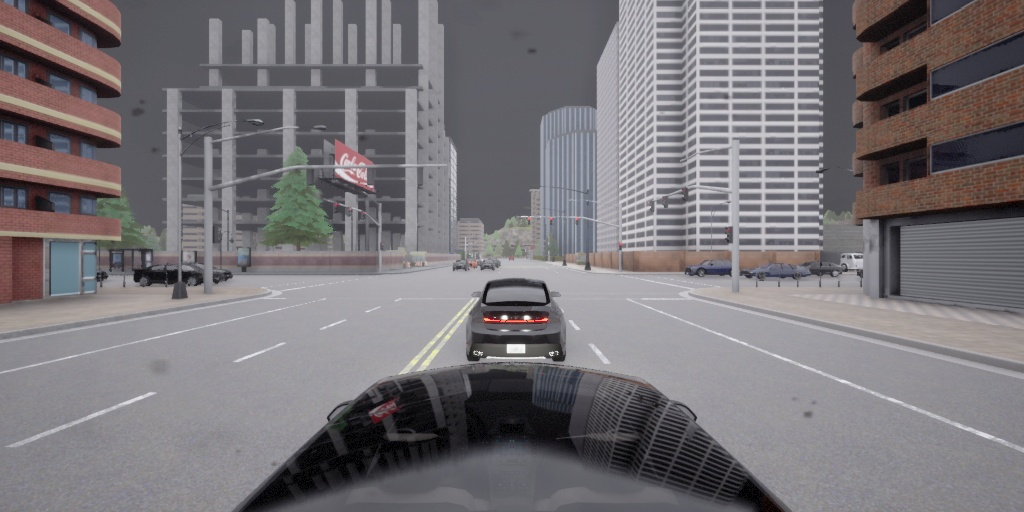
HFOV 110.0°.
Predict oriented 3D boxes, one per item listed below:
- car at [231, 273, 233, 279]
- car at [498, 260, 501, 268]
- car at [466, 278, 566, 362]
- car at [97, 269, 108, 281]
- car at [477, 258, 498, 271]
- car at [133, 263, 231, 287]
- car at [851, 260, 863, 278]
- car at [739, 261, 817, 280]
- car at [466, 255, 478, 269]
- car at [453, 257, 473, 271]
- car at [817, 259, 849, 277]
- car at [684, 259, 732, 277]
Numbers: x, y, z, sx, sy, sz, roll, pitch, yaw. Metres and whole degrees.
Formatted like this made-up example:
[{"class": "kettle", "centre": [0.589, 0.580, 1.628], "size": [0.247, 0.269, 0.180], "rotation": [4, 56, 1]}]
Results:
[{"class": "car", "centre": [-24.210, 1.255, 27.472], "size": [4.892, 1.490, 1.837], "rotation": [0, 0, 0]}, {"class": "car", "centre": [-3.287, 1.102, 60.415], "size": [2.097, 1.767, 4.553], "rotation": [0, 0, 1]}, {"class": "car", "centre": [0.094, 1.255, 8.228], "size": [1.837, 1.490, 4.892], "rotation": [0, 0, 1]}, {"class": "car", "centre": [-34.051, 1.254, 27.470], "size": [4.892, 1.490, 1.837], "rotation": [0, 0, 0]}, {"class": "car", "centre": [-3.354, 1.254, 50.290], "size": [1.837, 1.490, 4.892], "rotation": [0, 0, 0]}, {"class": "car", "centre": [-22.184, 1.228, 23.973], "size": [5.008, 1.535, 1.882], "rotation": [0, 0, 0]}, {"class": "car", "centre": [32.720, 1.314, 31.180], "size": [4.181, 1.385, 1.994], "rotation": [0, 0, 0]}, {"class": "car", "centre": [22.808, 1.297, 31.191], "size": [5.357, 1.411, 2.033], "rotation": [0, 0, 0]}, {"class": "car", "centre": [-6.805, 1.102, 57.966], "size": [2.097, 1.767, 4.553], "rotation": [0, 0, 0]}, {"class": "car", "centre": [-6.862, 1.254, 48.760], "size": [1.837, 1.490, 4.892], "rotation": [0, 0, 0]}, {"class": "car", "centre": [29.068, 1.255, 34.684], "size": [4.892, 1.490, 1.837], "rotation": [0, 0, 0]}, {"class": "car", "centre": [19.218, 1.102, 34.690], "size": [4.553, 1.767, 2.097], "rotation": [0, 0, 0]}]
